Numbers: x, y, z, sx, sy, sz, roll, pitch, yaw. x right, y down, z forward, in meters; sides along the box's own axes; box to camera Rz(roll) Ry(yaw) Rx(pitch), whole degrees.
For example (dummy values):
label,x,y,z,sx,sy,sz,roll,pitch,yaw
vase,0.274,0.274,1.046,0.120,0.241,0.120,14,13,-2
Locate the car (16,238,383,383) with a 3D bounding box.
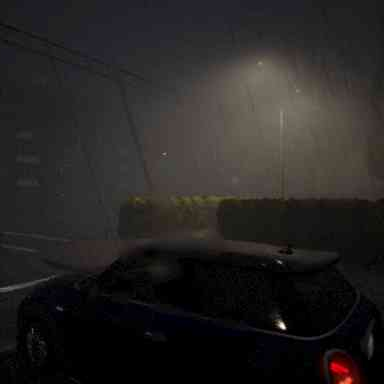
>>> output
label,x,y,z,sx,sy,sz,roll,pitch,yaw
car,-0.183,1.369,4.117,4.553,1.767,2.097,0,0,35
